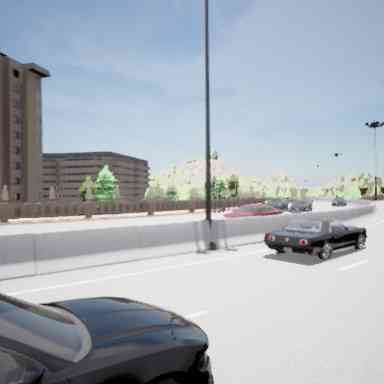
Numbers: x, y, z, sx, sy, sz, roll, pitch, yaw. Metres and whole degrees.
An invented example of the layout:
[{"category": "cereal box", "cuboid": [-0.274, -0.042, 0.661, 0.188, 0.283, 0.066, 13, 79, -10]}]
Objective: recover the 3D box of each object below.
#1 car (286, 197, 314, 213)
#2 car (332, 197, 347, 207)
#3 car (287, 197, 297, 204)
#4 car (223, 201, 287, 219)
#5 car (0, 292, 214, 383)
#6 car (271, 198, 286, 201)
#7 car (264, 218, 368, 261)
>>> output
[{"category": "car", "cuboid": [12.907, 1.682, 38.949, 1.837, 1.490, 4.892, 0, 0, 32]}, {"category": "car", "cuboid": [25.166, 1.609, 56.760, 2.097, 1.767, 4.553, -1, 0, 19]}, {"category": "car", "cuboid": [23.749, 2.000, 79.192, 1.994, 1.385, 4.181, -1, 0, 13]}, {"category": "car", "cuboid": [3.991, 1.567, 21.812, 1.882, 1.535, 5.008, 0, 0, 44]}, {"category": "car", "cuboid": [-2.089, 1.491, 2.437, 5.008, 1.535, 1.882, 0, 0, -36]}, {"category": "car", "cuboid": [10.892, 1.563, 42.384, 2.097, 1.767, 4.553, -1, -1, 30]}, {"category": "car", "cuboid": [4.844, 1.641, 12.551, 4.718, 1.301, 1.895, 0, 0, -42]}]
